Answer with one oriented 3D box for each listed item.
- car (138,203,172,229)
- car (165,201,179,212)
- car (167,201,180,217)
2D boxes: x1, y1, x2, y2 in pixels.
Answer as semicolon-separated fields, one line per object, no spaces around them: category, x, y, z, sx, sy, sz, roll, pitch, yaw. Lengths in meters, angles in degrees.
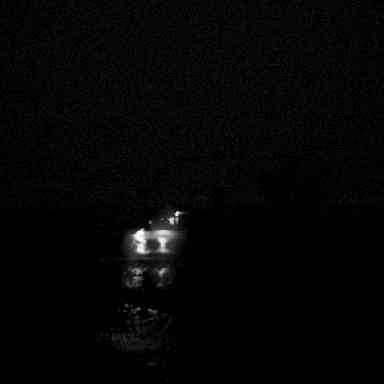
car;-2.707;1.779;24.134;1.837;1.490;4.892;0;-1;0
car;-2.890;2.058;48.004;1.837;1.490;4.892;0;-1;-2
car;-2.694;1.966;36.604;2.033;1.411;5.357;0;-1;0
